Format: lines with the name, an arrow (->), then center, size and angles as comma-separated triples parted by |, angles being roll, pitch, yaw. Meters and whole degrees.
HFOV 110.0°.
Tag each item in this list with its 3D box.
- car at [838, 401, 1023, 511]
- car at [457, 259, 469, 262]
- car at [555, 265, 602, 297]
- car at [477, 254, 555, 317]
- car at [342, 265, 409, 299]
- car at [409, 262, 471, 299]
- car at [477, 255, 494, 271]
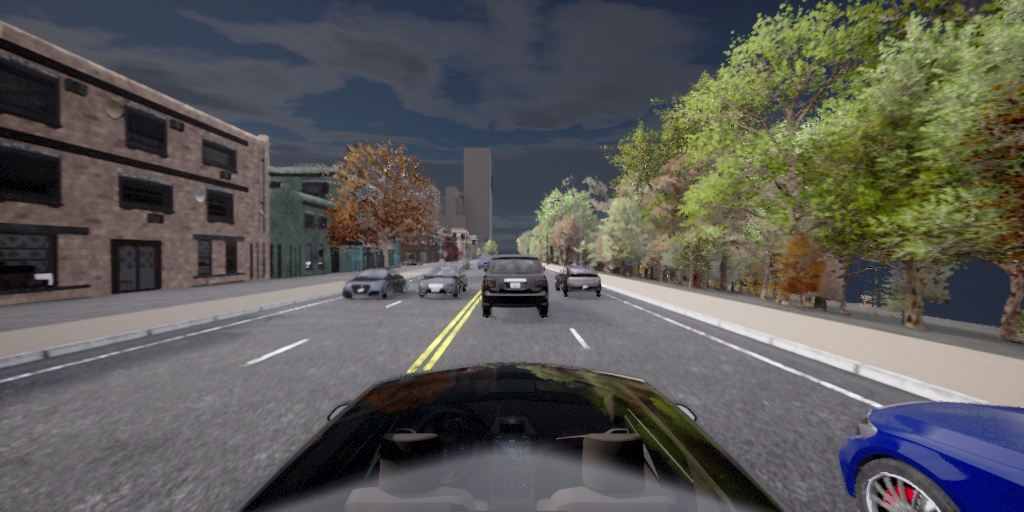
car -> 3.350, 1.277, 0.683 | 1.812, 1.442, 4.674 | 0, 0, 0
car -> -6.927, 1.208, 50.737 | 2.128, 1.511, 4.902 | 0, 0, -1
car -> 3.353, 1.229, 18.837 | 2.128, 1.511, 4.902 | 0, 0, 0
car -> 0.101, 0.963, 13.294 | 2.150, 2.045, 5.566 | 0, 0, 0
car -> -6.599, 1.302, 17.648 | 1.994, 1.385, 4.181 | 0, 0, 0
car -> -3.350, 1.229, 18.142 | 2.128, 1.511, 4.902 | 0, 0, 0
car -> -3.683, 0.925, 51.156 | 2.150, 2.045, 5.566 | 0, 0, -1
